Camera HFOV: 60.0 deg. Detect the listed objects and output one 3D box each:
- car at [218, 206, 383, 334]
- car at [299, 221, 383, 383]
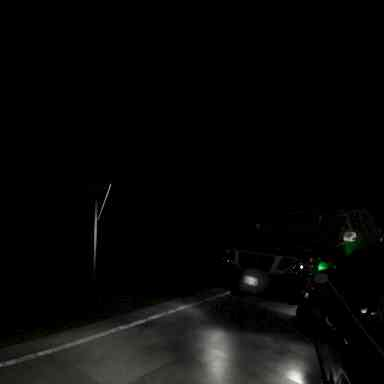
[{"bbox_3d":[3.012,1.396,8.236,2.150,2.045,5.566,1,-1,43],"label":"car"},{"bbox_3d":[2.518,1.434,3.733,2.097,1.767,4.553,1,-1,14],"label":"car"}]
